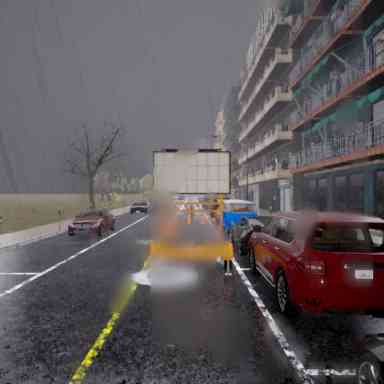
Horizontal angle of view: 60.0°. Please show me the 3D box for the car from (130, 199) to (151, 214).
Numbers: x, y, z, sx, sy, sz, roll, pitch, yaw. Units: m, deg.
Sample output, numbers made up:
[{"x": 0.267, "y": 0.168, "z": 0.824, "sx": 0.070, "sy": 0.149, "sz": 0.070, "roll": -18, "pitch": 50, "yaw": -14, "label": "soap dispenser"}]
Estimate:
[{"x": -5.343, "y": 1.573, "z": 35.125, "sx": 1.947, "sy": 1.339, "sz": 4.313, "roll": 1, "pitch": 0, "yaw": 0, "label": "car"}]

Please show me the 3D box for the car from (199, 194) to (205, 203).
[{"x": 2.527, "y": 1.325, "z": 46.988, "sx": 2.192, "sy": 1.841, "sz": 5.009, "roll": 1, "pitch": 0, "yaw": 0, "label": "car"}]

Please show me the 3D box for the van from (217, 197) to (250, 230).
[{"x": 2.557, "y": 1.345, "z": 18.683, "sx": 1.690, "sy": 1.788, "sz": 3.998, "roll": 1, "pitch": 0, "yaw": 0, "label": "van"}]

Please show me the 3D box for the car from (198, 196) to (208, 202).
[{"x": 2.493, "y": 1.571, "z": 75.293, "sx": 2.008, "sy": 1.369, "sz": 4.403, "roll": 1, "pitch": 0, "yaw": 0, "label": "car"}]

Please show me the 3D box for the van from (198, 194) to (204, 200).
[{"x": 2.477, "y": 1.369, "z": 92.276, "sx": 1.690, "sy": 1.788, "sz": 3.998, "roll": 1, "pitch": 0, "yaw": 0, "label": "van"}]

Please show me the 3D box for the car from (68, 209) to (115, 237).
[{"x": -5.325, "y": 1.586, "z": 18.163, "sx": 1.802, "sy": 1.307, "sz": 4.206, "roll": 1, "pitch": 0, "yaw": 0, "label": "car"}]

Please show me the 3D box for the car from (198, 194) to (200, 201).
[{"x": 2.506, "y": 1.542, "z": 64.141, "sx": 1.752, "sy": 1.417, "sz": 4.829, "roll": 1, "pitch": 0, "yaw": 0, "label": "car"}]

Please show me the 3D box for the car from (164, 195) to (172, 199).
[{"x": -5.374, "y": 1.541, "z": 63.225, "sx": 1.752, "sy": 1.417, "sz": 4.829, "roll": 1, "pitch": 0, "yaw": 0, "label": "car"}]

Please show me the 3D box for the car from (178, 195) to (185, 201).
[{"x": -2.846, "y": 1.575, "z": 89.987, "sx": 2.033, "sy": 1.411, "sz": 5.357, "roll": 0, "pitch": 0, "yaw": 0, "label": "car"}]

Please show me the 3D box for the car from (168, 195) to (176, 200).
[{"x": -5.405, "y": 1.579, "z": 91.665, "sx": 2.008, "sy": 1.369, "sz": 4.403, "roll": 1, "pitch": 0, "yaw": 0, "label": "car"}]

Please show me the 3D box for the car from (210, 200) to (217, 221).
[{"x": 2.549, "y": 1.530, "z": 24.514, "sx": 1.752, "sy": 1.417, "sz": 4.829, "roll": 1, "pitch": 0, "yaw": 0, "label": "car"}]

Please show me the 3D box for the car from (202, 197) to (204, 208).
[{"x": 2.530, "y": 1.591, "z": 41.327, "sx": 1.802, "sy": 1.307, "sz": 4.206, "roll": 1, "pitch": 0, "yaw": 0, "label": "car"}]

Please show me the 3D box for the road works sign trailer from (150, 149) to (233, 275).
[{"x": -0.010, "y": 0.466, "z": 10.405, "sx": 2.380, "sy": 3.560, "sz": 2.880, "roll": 0, "pitch": 0, "yaw": 0, "label": "road works sign trailer"}]

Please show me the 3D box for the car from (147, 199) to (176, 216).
[{"x": -2.885, "y": 1.607, "z": 32.582, "sx": 1.895, "sy": 1.301, "sz": 4.718, "roll": 0, "pitch": 0, "yaw": 0, "label": "car"}]

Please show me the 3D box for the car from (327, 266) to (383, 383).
[{"x": 2.573, "y": 1.566, "z": 1.699, "sx": 1.947, "sy": 1.339, "sz": 4.313, "roll": 1, "pitch": 0, "yaw": 0, "label": "car"}]

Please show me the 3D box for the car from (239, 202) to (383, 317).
[{"x": 2.570, "y": 1.317, "z": 7.361, "sx": 2.192, "sy": 1.841, "sz": 5.009, "roll": 1, "pitch": 0, "yaw": 0, "label": "car"}]

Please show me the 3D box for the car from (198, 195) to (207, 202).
[{"x": 2.488, "y": 1.463, "z": 80.954, "sx": 1.967, "sy": 1.590, "sz": 4.097, "roll": 1, "pitch": 0, "yaw": 0, "label": "car"}]

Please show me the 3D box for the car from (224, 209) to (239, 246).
[{"x": 2.561, "y": 1.569, "z": 13.021, "sx": 1.947, "sy": 1.339, "sz": 4.313, "roll": 1, "pitch": 0, "yaw": 0, "label": "car"}]

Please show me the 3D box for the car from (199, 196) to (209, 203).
[{"x": 2.500, "y": 1.544, "z": 69.802, "sx": 1.752, "sy": 1.417, "sz": 4.829, "roll": 1, "pitch": 0, "yaw": 0, "label": "car"}]

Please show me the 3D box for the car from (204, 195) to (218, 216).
[{"x": 2.545, "y": 1.321, "z": 30.005, "sx": 2.192, "sy": 1.841, "sz": 5.009, "roll": 1, "pitch": 0, "yaw": 0, "label": "car"}]

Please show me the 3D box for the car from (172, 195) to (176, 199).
[{"x": -5.399, "y": 1.576, "z": 86.011, "sx": 2.008, "sy": 1.369, "sz": 4.403, "roll": 1, "pitch": 0, "yaw": 0, "label": "car"}]
